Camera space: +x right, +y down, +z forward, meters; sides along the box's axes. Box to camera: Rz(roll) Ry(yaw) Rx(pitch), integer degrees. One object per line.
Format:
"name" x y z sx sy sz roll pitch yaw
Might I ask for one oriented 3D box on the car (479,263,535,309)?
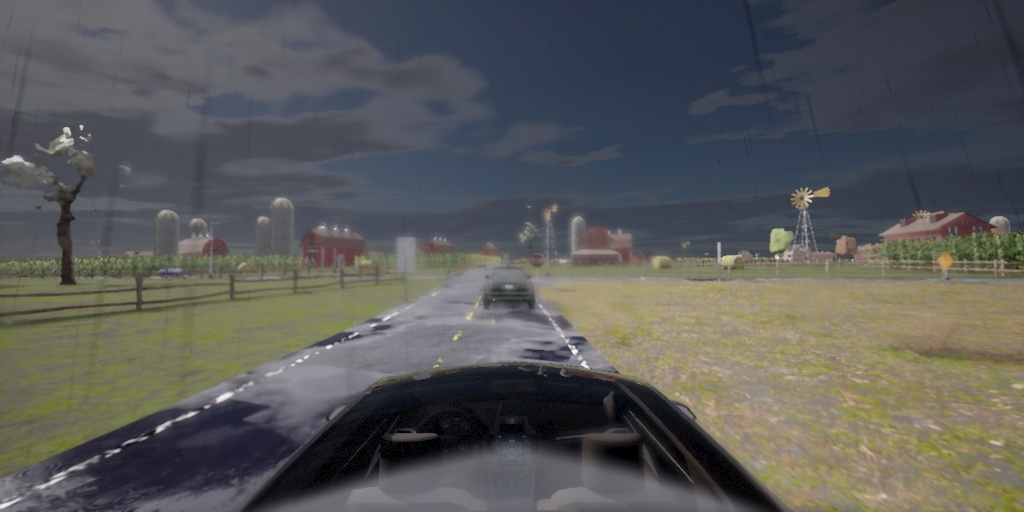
"car" -0.163 1.244 16.010 2.097 1.767 4.553 0 -1 -1

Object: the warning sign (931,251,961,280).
"warning sign" 27.714 0.597 22.832 1.060 1.860 1.300 0 0 19
